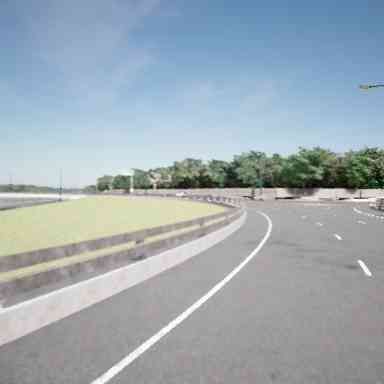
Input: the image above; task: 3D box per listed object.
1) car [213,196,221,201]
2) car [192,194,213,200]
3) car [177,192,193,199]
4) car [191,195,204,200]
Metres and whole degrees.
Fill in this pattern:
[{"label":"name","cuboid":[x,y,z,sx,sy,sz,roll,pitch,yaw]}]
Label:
[{"label":"car","cuboid":[5.723,1.562,84.970,1.895,1.301,4.718,1,0,-23]},{"label":"car","cuboid":[2.674,1.464,83.167,2.128,1.511,4.902,1,0,-23]},{"label":"car","cuboid":[-1.378,1.359,92.226,1.882,1.535,5.008,1,0,-28]},{"label":"car","cuboid":[1.478,1.467,94.333,1.994,1.385,4.181,1,0,-28]}]
